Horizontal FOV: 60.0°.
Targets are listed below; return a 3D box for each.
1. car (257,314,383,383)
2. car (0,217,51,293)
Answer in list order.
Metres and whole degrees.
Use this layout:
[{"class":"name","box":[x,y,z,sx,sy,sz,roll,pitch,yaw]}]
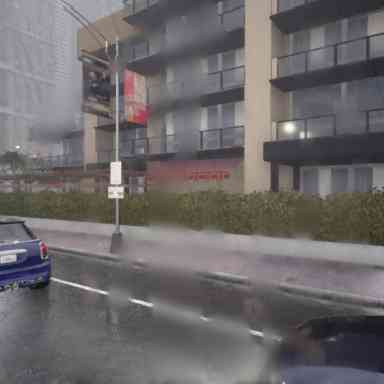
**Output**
[{"class":"car","box":[2.552,1.563,2.279,4.181,1.385,1.994,0,0,35]},{"class":"car","box":[-5.388,1.352,7.860,4.553,1.767,2.097,0,0,35]}]
